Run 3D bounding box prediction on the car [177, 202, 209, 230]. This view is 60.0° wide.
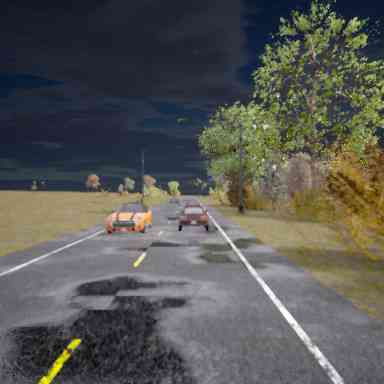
[{"bbox_3d":[0.099,1.590,21.550,1.812,1.442,4.674,0,0,0],"label":"car"}]

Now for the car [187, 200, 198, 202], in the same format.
[{"bbox_3d":[0.099,1.671,40.529,2.033,1.411,5.357,0,0,0],"label":"car"}]

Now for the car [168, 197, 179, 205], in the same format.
[{"bbox_3d":[-3.515,1.705,64.869,1.837,1.490,4.892,0,0,0],"label":"car"}]

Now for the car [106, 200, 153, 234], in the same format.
[{"bbox_3d":[-3.600,1.411,19.755,2.097,1.767,4.553,0,0,0],"label":"car"}]
